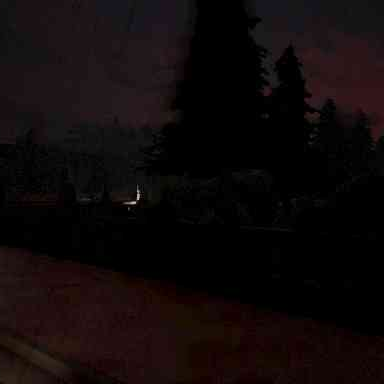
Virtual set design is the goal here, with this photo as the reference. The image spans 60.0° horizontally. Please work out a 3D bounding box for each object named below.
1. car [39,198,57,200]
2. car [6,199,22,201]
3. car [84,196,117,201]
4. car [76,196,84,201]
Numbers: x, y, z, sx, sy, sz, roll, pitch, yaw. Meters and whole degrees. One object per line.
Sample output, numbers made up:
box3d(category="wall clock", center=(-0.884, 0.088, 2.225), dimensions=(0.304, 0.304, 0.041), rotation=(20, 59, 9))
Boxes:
box3d(category="car", center=(-20.454, 1.526, 46.320), dimensions=(1.812, 1.442, 4.674), rotation=(0, 0, 36))
box3d(category="car", center=(-25.029, 1.601, 45.955), dimensions=(1.895, 1.301, 4.718), rotation=(0, 0, 36))
box3d(category="car", center=(-14.557, 1.391, 54.546), dimensions=(2.128, 1.511, 4.902), rotation=(0, 2, 36))
box3d(category="car", center=(-18.041, 1.453, 55.690), dimensions=(1.812, 1.442, 4.674), rotation=(0, 2, 36))
